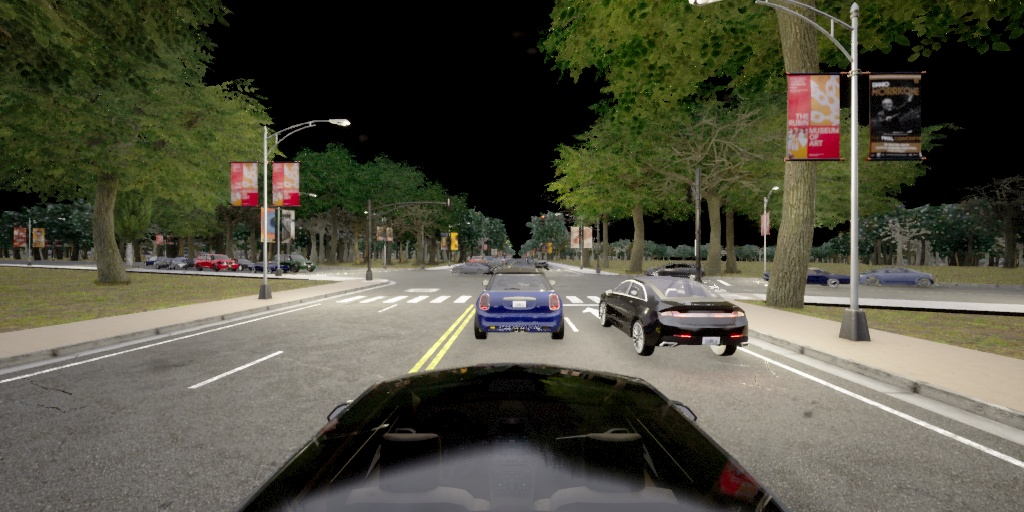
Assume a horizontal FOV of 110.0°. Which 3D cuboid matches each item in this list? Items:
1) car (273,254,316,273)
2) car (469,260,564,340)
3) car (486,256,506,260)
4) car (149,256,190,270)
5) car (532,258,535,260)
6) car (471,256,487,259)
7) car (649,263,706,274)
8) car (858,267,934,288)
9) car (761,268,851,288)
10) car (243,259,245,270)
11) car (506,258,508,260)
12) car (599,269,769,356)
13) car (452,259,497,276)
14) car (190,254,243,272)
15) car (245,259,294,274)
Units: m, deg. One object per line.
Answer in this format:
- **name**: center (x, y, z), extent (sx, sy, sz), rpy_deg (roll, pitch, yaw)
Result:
- **car**: center (-25.532, 0.841, 41.835), extent (5.566, 2.045, 2.150), rpy_deg (0, 0, 24)
- **car**: center (0.194, 1.102, 10.170), extent (2.097, 1.767, 4.553), rpy_deg (0, 0, 1)
- **car**: center (-2.387, 1.109, 55.916), extent (2.097, 1.767, 4.553), rpy_deg (0, 0, 1)
- **car**: center (-44.284, 1.022, 46.655), extent (4.902, 1.511, 2.128), rpy_deg (0, 0, 24)
- **car**: center (4.203, 1.261, 51.871), extent (1.837, 1.490, 4.892), rpy_deg (0, 0, 1)
- **car**: center (-5.616, 0.979, 57.984), extent (2.150, 2.045, 5.566), rpy_deg (0, 0, 1)
- **car**: center (14.194, 1.335, 31.425), extent (4.892, 1.490, 1.837), rpy_deg (0, 0, 24)
- **car**: center (27.024, 1.472, 25.691), extent (4.181, 1.385, 1.994), rpy_deg (0, 0, 24)
- **car**: center (20.399, 1.478, 25.087), extent (4.718, 1.301, 1.895), rpy_deg (0, 0, 24)
- **car**: center (-34.693, 1.076, 45.925), extent (4.892, 1.490, 1.837), rpy_deg (0, 0, 24)
- **car**: center (-2.194, 1.360, 64.907), extent (1.895, 1.301, 4.718), rpy_deg (0, 0, 1)
- **car**: center (3.430, 1.241, 8.582), extent (2.128, 1.511, 4.902), rpy_deg (0, 0, 0)
- **car**: center (-3.897, 1.295, 35.929), extent (4.181, 1.385, 1.994), rpy_deg (0, 0, 24)
- **car**: center (-35.091, 0.798, 42.535), extent (5.566, 2.045, 2.150), rpy_deg (0, 0, 24)
- **car**: center (-26.025, 1.226, 38.478), extent (4.718, 1.301, 1.895), rpy_deg (0, 0, 27)
